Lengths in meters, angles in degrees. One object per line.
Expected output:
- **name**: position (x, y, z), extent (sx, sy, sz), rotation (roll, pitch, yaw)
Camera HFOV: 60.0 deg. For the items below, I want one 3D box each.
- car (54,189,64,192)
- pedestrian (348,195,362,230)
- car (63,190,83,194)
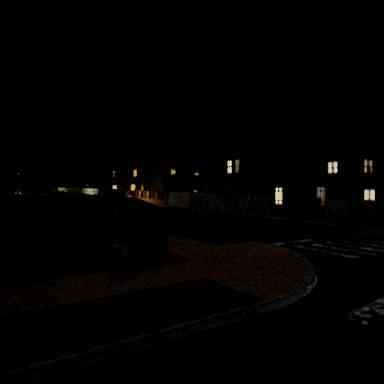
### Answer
- **car**: position (-22.174, 0.269, 55.435), extent (2.128, 1.511, 4.902), rotation (1, 1, -35)
- **pedestrian**: position (8.518, 1.038, 17.493), extent (0.375, 1.860, 0.375), rotation (3, -2, -36)
- **car**: position (-16.400, 0.556, 47.347), extent (1.994, 1.385, 4.181), rotation (1, 0, -35)
